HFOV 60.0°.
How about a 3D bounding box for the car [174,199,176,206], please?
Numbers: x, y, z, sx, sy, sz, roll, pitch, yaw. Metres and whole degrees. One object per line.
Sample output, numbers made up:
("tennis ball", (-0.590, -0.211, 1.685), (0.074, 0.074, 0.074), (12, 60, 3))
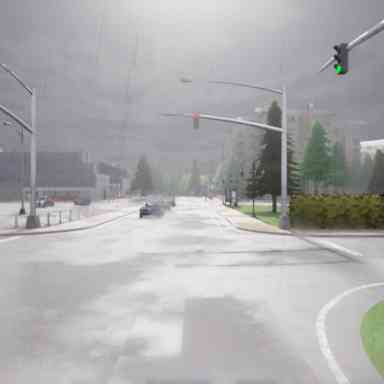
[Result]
("car", (-3.521, 1.462, 50.720), (1.882, 1.535, 5.008), (0, 0, 0))

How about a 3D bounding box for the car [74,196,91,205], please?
("car", (-17.424, 1.357, 53.006), (1.845, 1.501, 3.633), (0, 0, 0))

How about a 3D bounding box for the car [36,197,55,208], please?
("car", (-20.482, 1.370, 45.617), (1.970, 1.475, 3.806), (0, 0, 0))

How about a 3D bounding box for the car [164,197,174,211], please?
("car", (-3.568, 1.551, 40.237), (1.994, 1.385, 4.181), (0, 0, 0))

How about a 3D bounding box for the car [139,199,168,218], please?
("car", (-3.582, 1.591, 30.241), (1.895, 1.301, 4.718), (0, 0, 0))
